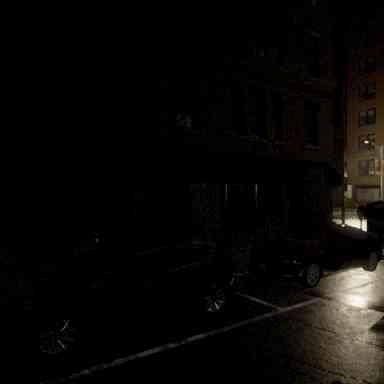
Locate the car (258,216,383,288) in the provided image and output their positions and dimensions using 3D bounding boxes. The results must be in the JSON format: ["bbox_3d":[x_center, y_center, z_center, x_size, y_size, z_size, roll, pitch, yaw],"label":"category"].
[{"bbox_3d":[3.522,1.544,9.234,4.507,1.381,1.887,0,0,-35],"label":"car"}]

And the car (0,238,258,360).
[{"bbox_3d":[-1.099,1.566,5.967,4.313,1.339,1.947,0,0,-35],"label":"car"}]

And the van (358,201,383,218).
[{"bbox_3d":[8.145,1.338,12.500,3.998,1.788,1.690,0,0,-35],"label":"van"}]

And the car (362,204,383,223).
[{"bbox_3d":[14.936,1.581,23.674,1.895,1.301,4.718,0,0,-36],"label":"car"}]
